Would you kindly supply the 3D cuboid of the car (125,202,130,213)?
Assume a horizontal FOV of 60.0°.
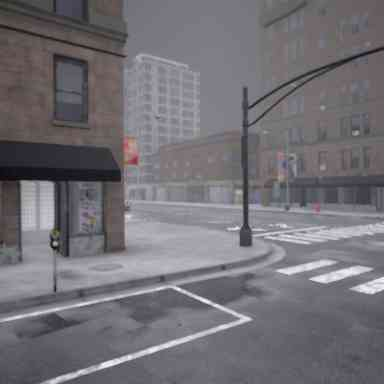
[{"bbox_3d":[-8.210,1.234,34.593,2.097,1.767,4.553,0,0,-36],"label":"car"}]
